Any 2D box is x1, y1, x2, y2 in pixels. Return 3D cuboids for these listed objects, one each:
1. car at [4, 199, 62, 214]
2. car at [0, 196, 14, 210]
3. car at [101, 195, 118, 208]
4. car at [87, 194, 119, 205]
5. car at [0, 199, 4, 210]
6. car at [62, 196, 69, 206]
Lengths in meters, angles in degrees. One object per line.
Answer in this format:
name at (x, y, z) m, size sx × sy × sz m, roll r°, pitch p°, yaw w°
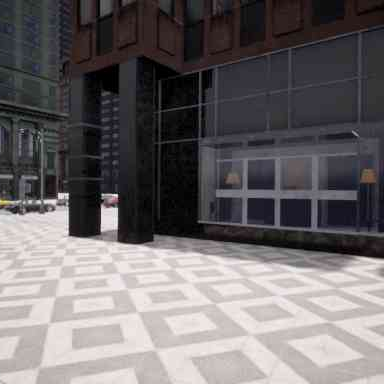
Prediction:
car at (-15.007, 1.341, 31.216) m, size 2.008 × 1.369 × 4.403 m, roll 2°, pitch 2°, yaw 36°
car at (-22.140, 1.232, 35.895) m, size 1.752 × 1.417 × 4.829 m, roll 2°, pitch 2°, yaw 36°
car at (-8.748, 1.243, 39.963) m, size 1.802 × 1.307 × 4.206 m, roll 2°, pitch 2°, yaw 36°
car at (-12.959, 1.082, 48.726) m, size 1.947 × 1.339 × 4.313 m, roll 2°, pitch 2°, yaw 36°
car at (-18.137, 1.418, 26.842) m, size 1.947 × 1.339 × 4.313 m, roll 2°, pitch 2°, yaw 36°
car at (-15.986, 1.131, 44.496) m, size 2.008 × 1.369 × 4.403 m, roll 2°, pitch 2°, yaw 36°
